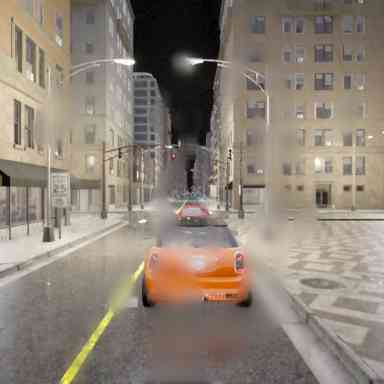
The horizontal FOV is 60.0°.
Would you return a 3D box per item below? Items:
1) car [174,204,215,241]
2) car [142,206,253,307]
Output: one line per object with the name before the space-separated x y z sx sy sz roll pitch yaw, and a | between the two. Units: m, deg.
car | 0.098 1.477 17.734 1.882 1.535 5.008 0 0 0
car | 0.095 1.352 8.133 2.097 1.767 4.553 0 0 0
